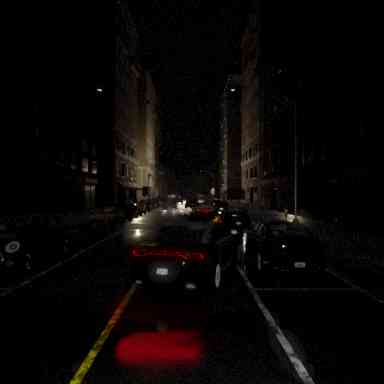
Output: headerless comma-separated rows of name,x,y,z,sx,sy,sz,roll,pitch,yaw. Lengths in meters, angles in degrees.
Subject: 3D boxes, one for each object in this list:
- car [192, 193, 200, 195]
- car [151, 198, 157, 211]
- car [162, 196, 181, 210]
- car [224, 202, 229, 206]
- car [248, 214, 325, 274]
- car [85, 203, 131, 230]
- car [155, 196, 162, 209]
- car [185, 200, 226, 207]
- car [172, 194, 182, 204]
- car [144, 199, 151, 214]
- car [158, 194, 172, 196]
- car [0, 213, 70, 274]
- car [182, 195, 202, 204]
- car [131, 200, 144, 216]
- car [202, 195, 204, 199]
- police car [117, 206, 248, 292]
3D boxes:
car,0.045,1.455,59.390,1.882,1.535,5.008,0,0,0
car,-5.360,1.575,37.394,1.802,1.307,4.206,0,0,0
car,-2.814,1.537,43.159,2.033,1.411,5.357,0,0,0
car,2.652,1.547,21.140,2.008,1.369,4.403,0,0,0
car,2.644,1.549,10.315,2.008,1.369,4.403,0,0,0
car,-5.373,1.522,20.985,1.752,1.417,4.829,0,0,0
car,-5.356,1.541,42.806,2.008,1.369,4.403,0,0,0
car,0.732,1.453,19.056,1.801,1.575,5.366,0,0,2
car,-2.702,1.538,63.213,1.994,1.385,4.181,0,0,0
car,-5.364,1.520,31.811,1.752,1.417,4.829,0,0,0
car,-5.343,1.293,59.044,2.192,1.841,5.009,0,0,0
car,-5.381,1.439,10.330,1.967,1.590,4.097,0,0,0
car,0.041,1.552,45.547,1.994,1.385,4.181,0,0,0
car,-5.369,1.562,26.568,1.947,1.339,4.313,0,0,0
car,2.674,1.511,48.374,1.752,1.417,4.829,0,0,0
police car,0.147,1.424,9.278,1.930,1.638,5.238,0,0,17
